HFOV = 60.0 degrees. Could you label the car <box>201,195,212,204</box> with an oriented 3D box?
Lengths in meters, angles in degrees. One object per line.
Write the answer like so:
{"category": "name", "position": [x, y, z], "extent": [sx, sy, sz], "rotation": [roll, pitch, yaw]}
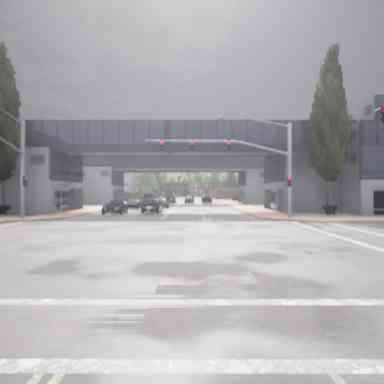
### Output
{"category": "car", "position": [2.971, 1.491, 65.339], "extent": [1.837, 1.490, 4.892], "rotation": [0, 0, 0]}

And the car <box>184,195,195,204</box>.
{"category": "car", "position": [-0.530, 1.534, 65.132], "extent": [2.033, 1.411, 5.357], "rotation": [0, 0, 0]}

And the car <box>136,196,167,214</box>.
{"category": "car", "position": [-4.274, 1.484, 35.851], "extent": [2.128, 1.511, 4.902], "rotation": [0, 0, 1]}

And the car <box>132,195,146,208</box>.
{"category": "car", "position": [-7.739, 1.538, 44.483], "extent": [2.033, 1.411, 5.357], "rotation": [0, 0, 0]}

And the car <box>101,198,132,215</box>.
{"category": "car", "position": [-7.797, 1.557, 33.818], "extent": [1.994, 1.385, 4.181], "rotation": [0, 0, 1]}

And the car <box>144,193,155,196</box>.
{"category": "car", "position": [-7.636, 1.211, 59.311], "extent": [2.150, 2.045, 5.566], "rotation": [0, 0, 0]}

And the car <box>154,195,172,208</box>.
{"category": "car", "position": [-4.223, 1.553, 46.302], "extent": [1.994, 1.385, 4.181], "rotation": [0, 0, 0]}

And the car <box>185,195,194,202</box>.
{"category": "car", "position": [-0.476, 1.382, 74.819], "extent": [1.882, 1.535, 5.008], "rotation": [0, 0, 0]}

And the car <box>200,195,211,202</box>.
{"category": "car", "position": [3.023, 1.420, 74.727], "extent": [2.128, 1.511, 4.902], "rotation": [0, 0, 0]}

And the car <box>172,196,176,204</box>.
{"category": "car", "position": [-4.074, 1.493, 63.803], "extent": [1.837, 1.490, 4.892], "rotation": [0, 0, 1]}
